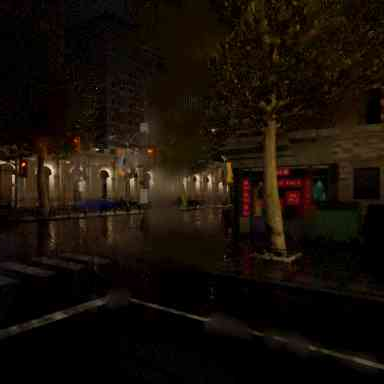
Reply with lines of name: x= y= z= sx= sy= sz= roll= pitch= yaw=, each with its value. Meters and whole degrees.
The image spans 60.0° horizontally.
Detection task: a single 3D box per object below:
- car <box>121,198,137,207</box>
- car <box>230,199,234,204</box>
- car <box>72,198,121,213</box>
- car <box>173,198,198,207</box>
car: x=-10.252 y=1.585 z=47.928 sx=1.895 sy=1.301 sz=4.718 roll=0 pitch=0 yaw=36
car: x=8.889 y=1.556 z=62.936 sx=1.994 sy=1.385 sz=4.181 roll=0 pitch=0 yaw=36
car: x=-10.582 y=1.469 z=36.101 sx=1.882 sy=1.535 sz=5.008 roll=0 pitch=0 yaw=36
car: x=-0.955 y=1.555 z=49.441 sx=1.994 sy=1.385 sz=4.181 roll=0 pitch=0 yaw=36
